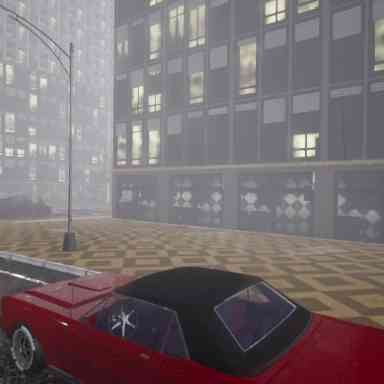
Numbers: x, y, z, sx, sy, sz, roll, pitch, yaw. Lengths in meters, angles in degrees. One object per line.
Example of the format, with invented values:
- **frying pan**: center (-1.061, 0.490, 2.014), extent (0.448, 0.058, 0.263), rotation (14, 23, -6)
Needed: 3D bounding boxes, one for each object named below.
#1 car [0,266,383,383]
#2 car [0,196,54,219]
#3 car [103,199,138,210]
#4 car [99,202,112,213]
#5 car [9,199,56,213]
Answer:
- **car**: center (-0.308, 1.600, 3.911), extent (4.718, 1.301, 1.895), rotation (0, 0, 36)
- **car**: center (-15.700, 1.519, 30.745), extent (2.192, 1.841, 5.009), rotation (1, 0, 37)
- **car**: center (-10.188, 1.764, 47.852), extent (1.837, 1.490, 4.892), rotation (1, 0, 37)
- **car**: center (-8.876, 1.829, 39.936), extent (1.752, 1.417, 4.829), rotation (1, 0, 37)
- **car**: center (-19.170, 1.642, 40.130), extent (1.752, 1.417, 4.829), rotation (1, 0, 37)
